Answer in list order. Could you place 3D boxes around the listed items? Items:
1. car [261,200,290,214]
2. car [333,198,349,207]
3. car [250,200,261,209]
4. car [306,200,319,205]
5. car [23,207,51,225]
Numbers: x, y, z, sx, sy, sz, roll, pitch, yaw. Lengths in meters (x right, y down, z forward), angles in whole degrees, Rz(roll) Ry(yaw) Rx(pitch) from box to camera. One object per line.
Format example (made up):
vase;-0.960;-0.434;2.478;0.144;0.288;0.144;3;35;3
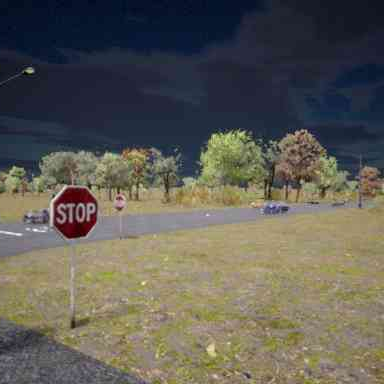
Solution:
car;11.521;1.934;44.789;2.097;1.767;4.553;1;0;36
car;33.121;2.607;74.775;1.895;1.301;4.718;1;0;36
car;11.594;2.141;56.867;1.882;1.535;5.008;1;1;36
car;29.676;2.571;81.967;1.895;1.301;4.718;1;0;36
car;-10.376;1.754;26.388;2.033;1.411;5.357;1;0;36
